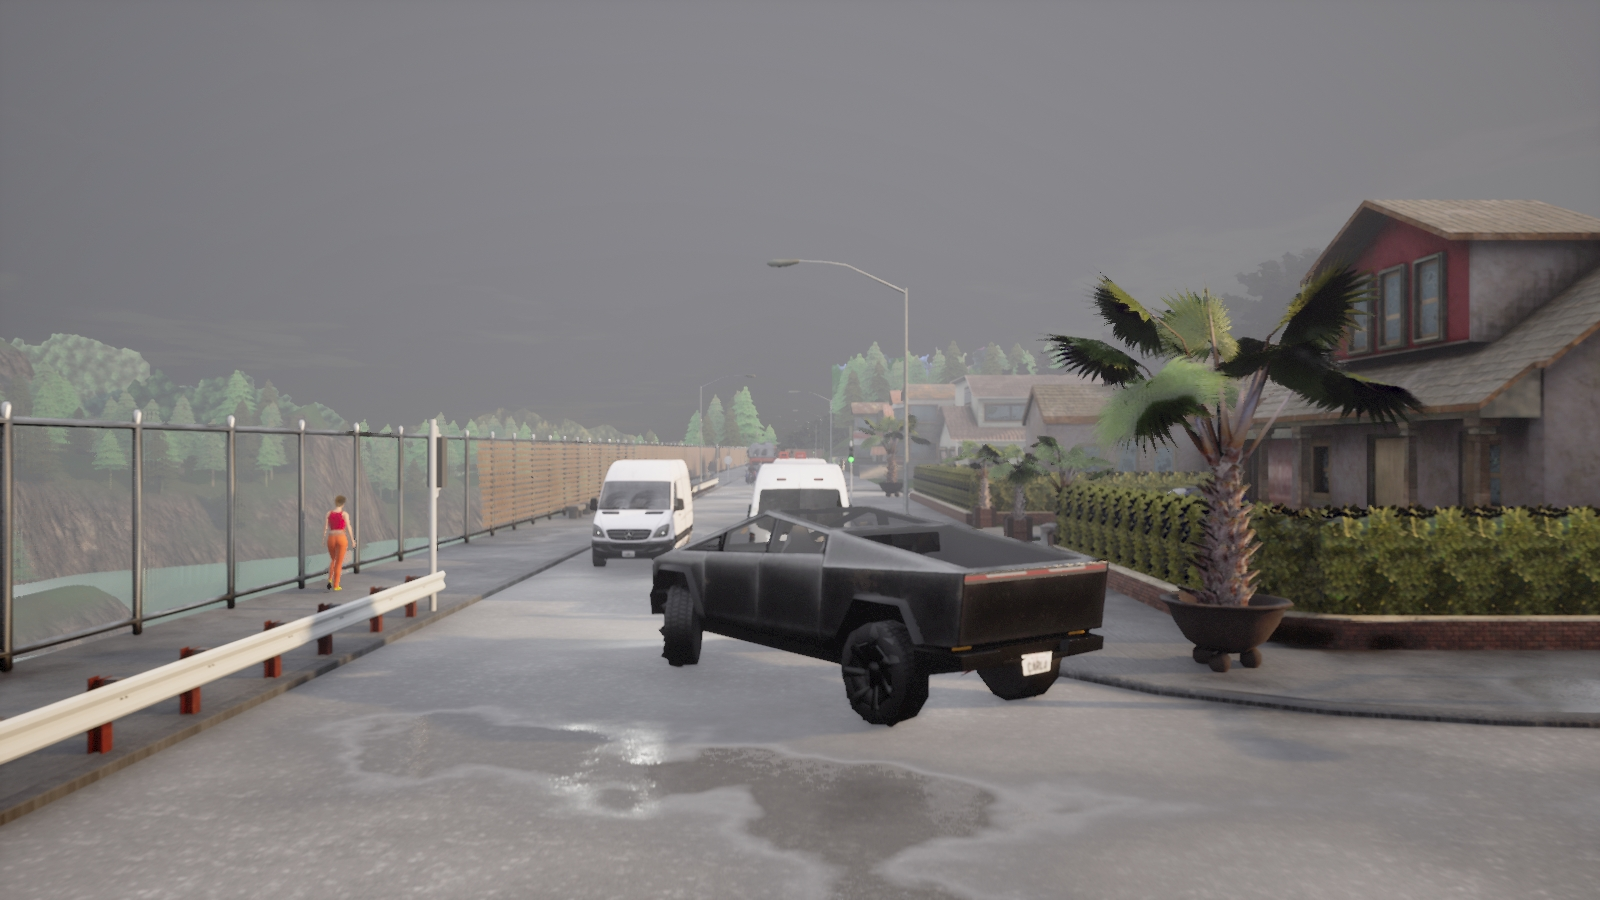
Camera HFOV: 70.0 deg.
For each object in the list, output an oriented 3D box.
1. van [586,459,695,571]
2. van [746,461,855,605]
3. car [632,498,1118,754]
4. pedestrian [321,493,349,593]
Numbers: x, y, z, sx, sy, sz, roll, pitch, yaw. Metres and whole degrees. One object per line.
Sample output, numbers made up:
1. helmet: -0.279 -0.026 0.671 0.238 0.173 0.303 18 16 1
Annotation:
1. van: -3.991 1.547 29.562 1.988 2.561 5.915 0 0 0
2. van: 0.007 1.545 23.758 1.988 2.561 5.915 0 0 0
3. car: 0.521 1.760 13.802 2.390 2.098 6.274 0 0 -36
4. pedestrian: -8.814 1.754 21.666 0.375 1.860 0.375 0 0 -1
